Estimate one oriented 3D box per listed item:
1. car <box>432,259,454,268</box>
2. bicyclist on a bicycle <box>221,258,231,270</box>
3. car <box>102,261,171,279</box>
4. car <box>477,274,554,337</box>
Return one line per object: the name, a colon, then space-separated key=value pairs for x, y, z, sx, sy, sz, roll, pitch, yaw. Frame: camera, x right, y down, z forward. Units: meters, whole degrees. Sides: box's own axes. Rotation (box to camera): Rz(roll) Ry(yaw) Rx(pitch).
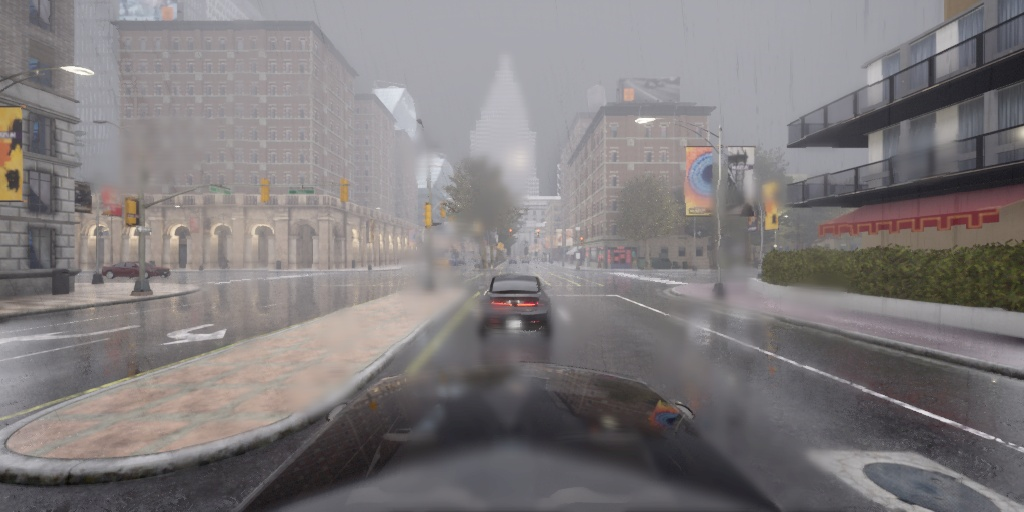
car: x=-11.450 y=1.228 z=59.578 sx=1.882 sy=1.535 sz=5.008 roll=0 pitch=0 yaw=0
bicyclist on a bicycle: x=-37.204 y=1.050 z=46.660 sx=0.582 sy=1.620 sz=1.656 roll=0 pitch=0 yaw=0
car: x=-33.654 y=1.228 z=32.203 sx=5.008 sy=1.535 sz=1.882 roll=0 pitch=0 yaw=0
car: x=0.095 y=1.255 z=10.248 sx=1.837 sy=1.490 sz=4.892 roll=0 pitch=0 yaw=0
